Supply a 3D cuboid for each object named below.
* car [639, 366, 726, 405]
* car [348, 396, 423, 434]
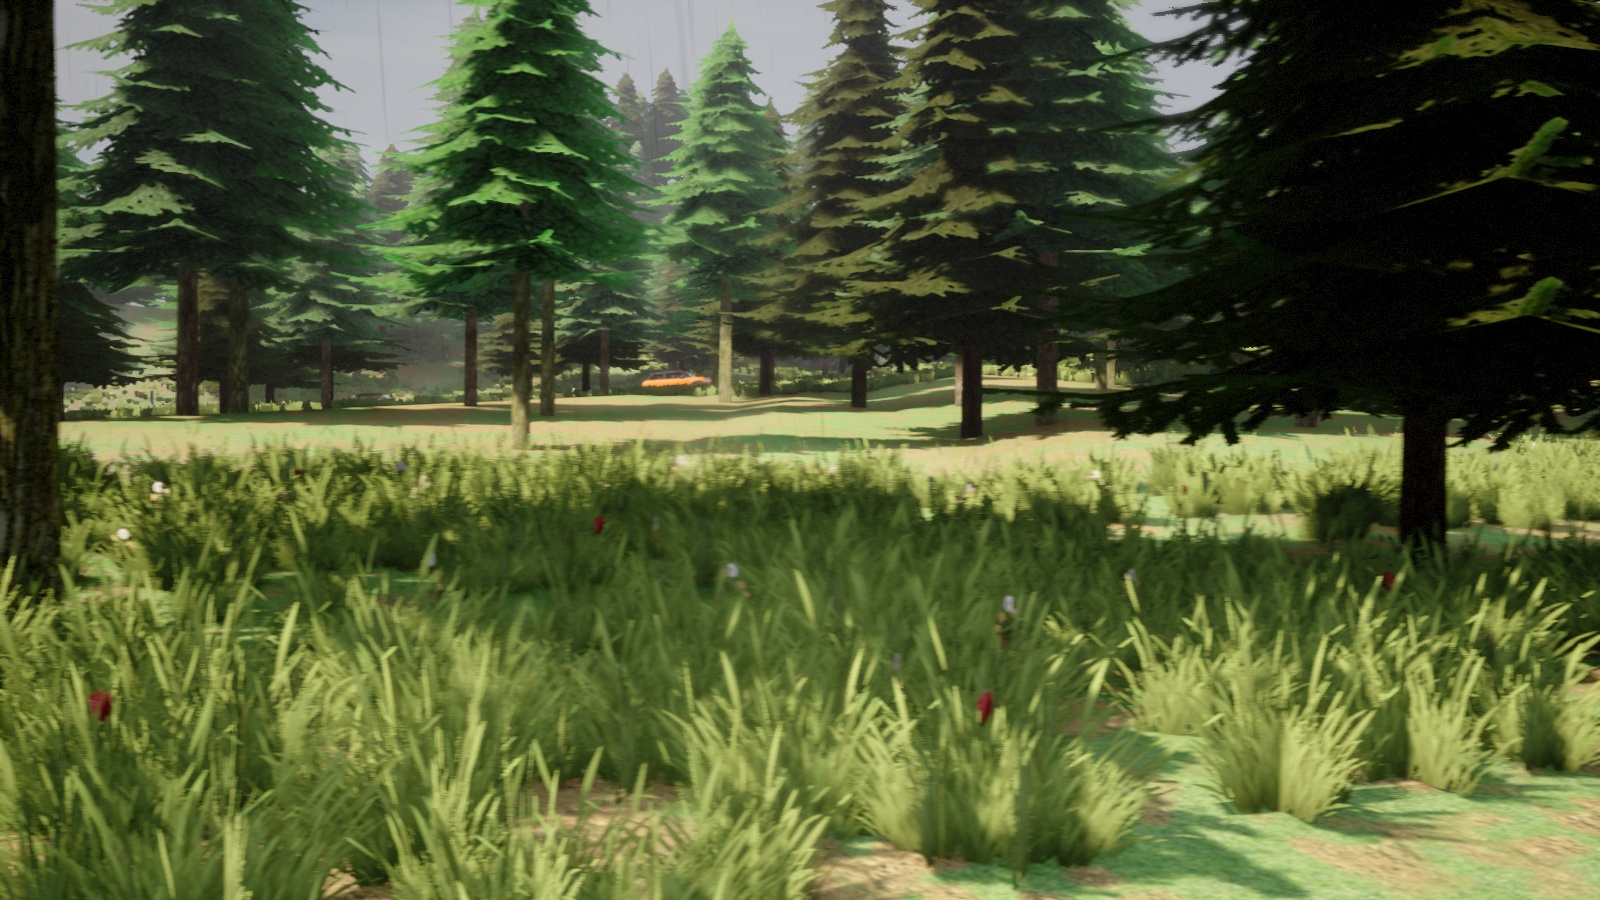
[{"bbox_3d":[-6.958,-3.811,74.519,4.553,1.767,2.097,-6,0,12],"label":"car"},{"bbox_3d":[-24.756,-2.067,75.093,3.866,1.878,1.905,-6,2,-10],"label":"car"}]
